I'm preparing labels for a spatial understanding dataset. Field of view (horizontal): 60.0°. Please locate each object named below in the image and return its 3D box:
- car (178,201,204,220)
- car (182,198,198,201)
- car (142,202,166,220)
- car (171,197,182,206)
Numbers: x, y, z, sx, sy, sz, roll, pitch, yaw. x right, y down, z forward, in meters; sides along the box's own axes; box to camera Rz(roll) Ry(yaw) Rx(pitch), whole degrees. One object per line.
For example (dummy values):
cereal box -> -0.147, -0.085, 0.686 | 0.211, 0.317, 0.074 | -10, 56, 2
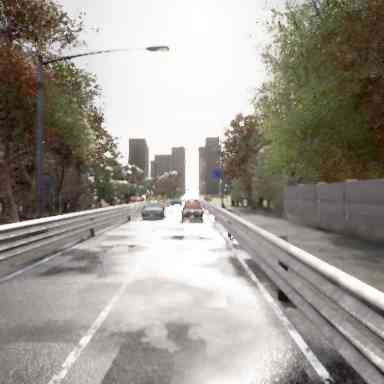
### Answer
car -> 0.033, 1.713, 28.878 | 1.895, 1.301, 4.718 | 0, -1, 0
car -> 0.078, 1.640, 43.471 | 2.097, 1.767, 4.553 | 0, -1, 0
car -> -3.330, 1.646, 29.725 | 1.812, 1.442, 4.674 | 0, -1, 0
car -> -3.222, 2.042, 71.356 | 2.150, 2.045, 5.566 | 0, -1, 0
